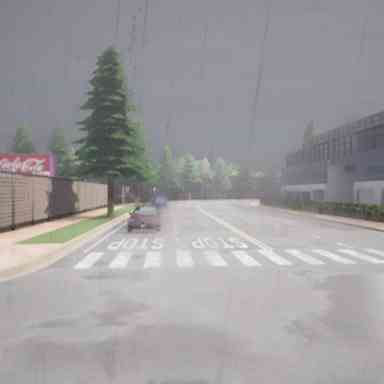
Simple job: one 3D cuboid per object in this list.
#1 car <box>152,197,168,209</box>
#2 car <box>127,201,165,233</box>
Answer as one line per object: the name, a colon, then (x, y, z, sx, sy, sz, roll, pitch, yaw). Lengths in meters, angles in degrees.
car: (-4.335, 1.457, 44.863, 1.882, 1.535, 5.008, 0, 0, -3)
car: (-2.732, 1.527, 19.882, 1.812, 1.442, 4.674, 0, 0, -4)
